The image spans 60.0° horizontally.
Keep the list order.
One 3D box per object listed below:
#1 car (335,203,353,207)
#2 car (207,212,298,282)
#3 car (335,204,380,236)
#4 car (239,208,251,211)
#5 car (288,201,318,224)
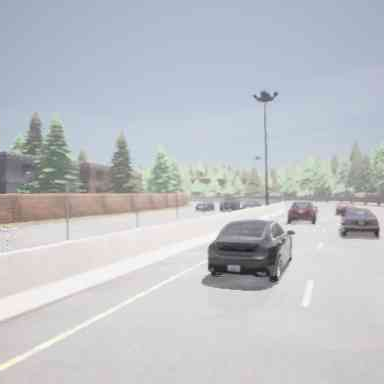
[{"bbox_3d":[16.399,1.779,35.676,1.895,1.301,4.718,-1,-1,22],"label":"car"},{"bbox_3d":[1.945,1.588,10.193,1.837,1.490,4.892,-1,-1,23],"label":"car"},{"bbox_3d":[9.467,1.635,18.981,2.033,1.411,5.357,-1,-1,23],"label":"car"},{"bbox_3d":[7.468,1.840,42.179,2.128,1.511,4.902,-1,-1,21],"label":"car"},{"bbox_3d":[8.963,1.525,26.775,2.097,1.767,4.553,-1,-1,23],"label":"car"}]
